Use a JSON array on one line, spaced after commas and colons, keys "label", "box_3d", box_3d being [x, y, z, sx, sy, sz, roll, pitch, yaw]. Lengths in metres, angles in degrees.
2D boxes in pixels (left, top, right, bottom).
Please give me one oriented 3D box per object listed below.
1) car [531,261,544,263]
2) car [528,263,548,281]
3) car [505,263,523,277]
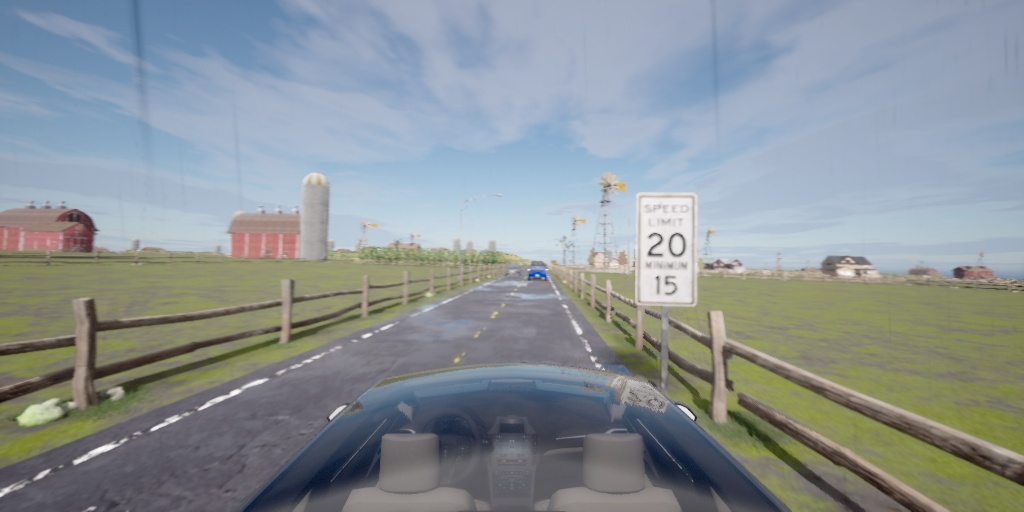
[{"label": "car", "box_3d": [3.409, 1.651, 47.243, 2.150, 2.045, 5.566, 1, -1, 5]}, {"label": "car", "box_3d": [2.656, 1.752, 36.999, 1.882, 1.535, 5.008, 1, -1, 5]}, {"label": "car", "box_3d": [0.248, 1.544, 42.218, 1.812, 1.442, 4.674, 1, -1, 4]}]
